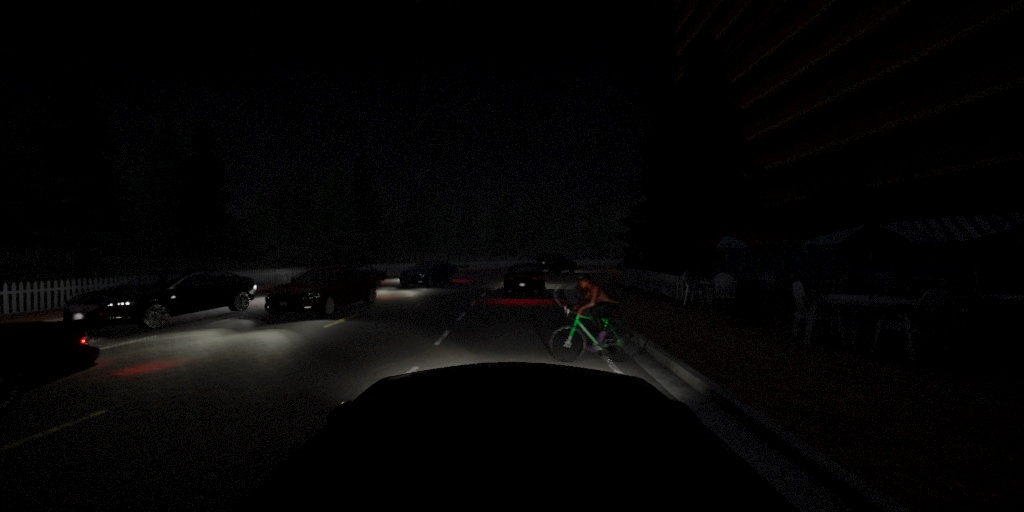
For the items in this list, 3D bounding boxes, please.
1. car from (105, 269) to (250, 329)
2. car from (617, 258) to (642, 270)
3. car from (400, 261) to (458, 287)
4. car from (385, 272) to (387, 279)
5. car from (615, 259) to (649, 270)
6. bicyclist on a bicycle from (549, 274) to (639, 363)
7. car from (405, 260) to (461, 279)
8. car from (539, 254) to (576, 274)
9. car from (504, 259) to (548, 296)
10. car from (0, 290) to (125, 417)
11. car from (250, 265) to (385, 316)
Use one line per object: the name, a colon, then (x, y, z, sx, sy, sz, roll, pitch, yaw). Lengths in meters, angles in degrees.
car: (-10.340, 1.190, 11.095, 2.128, 1.511, 4.902, 0, 0, 3)
car: (15.063, 1.004, 42.446, 5.008, 1.535, 1.882, 0, 0, -36)
car: (-5.483, 1.106, 23.687, 1.882, 1.535, 5.008, 0, 0, 15)
car: (-9.523, 1.241, 21.466, 1.895, 1.301, 4.718, 0, 0, 10)
car: (15.774, 1.065, 46.991, 4.181, 1.385, 1.994, 0, 0, -31)
bicyclist on a bicycle: (1.496, 1.144, 6.545, 1.656, 1.620, 0.582, -1, 0, 1)
car: (-6.735, 1.134, 31.327, 2.033, 1.411, 5.357, 0, 0, 22)
car: (4.639, 0.776, 36.985, 2.150, 2.045, 5.566, 0, 0, 35)
car: (0.760, 1.134, 18.632, 1.882, 1.535, 5.008, 0, 0, 6)
car: (-7.093, 1.291, 2.899, 2.033, 1.411, 5.357, 0, 0, 0)
car: (-6.754, 1.163, 13.281, 1.882, 1.535, 5.008, 0, 0, 3)
